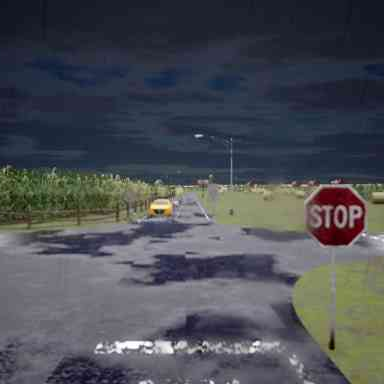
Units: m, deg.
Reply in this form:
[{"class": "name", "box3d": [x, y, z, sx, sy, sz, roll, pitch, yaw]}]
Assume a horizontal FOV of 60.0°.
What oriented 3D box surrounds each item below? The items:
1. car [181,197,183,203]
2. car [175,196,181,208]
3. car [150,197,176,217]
[{"class": "car", "box3d": [-2.856, 1.523, 65.864, 1.994, 1.385, 4.181, 0, 0, 0]}, {"class": "car", "box3d": [-2.906, 1.576, 46.707, 1.895, 1.301, 4.718, 0, 0, 0]}, {"class": "car", "box3d": [-2.881, 1.471, 31.752, 1.882, 1.535, 5.008, 0, 0, 0]}]
